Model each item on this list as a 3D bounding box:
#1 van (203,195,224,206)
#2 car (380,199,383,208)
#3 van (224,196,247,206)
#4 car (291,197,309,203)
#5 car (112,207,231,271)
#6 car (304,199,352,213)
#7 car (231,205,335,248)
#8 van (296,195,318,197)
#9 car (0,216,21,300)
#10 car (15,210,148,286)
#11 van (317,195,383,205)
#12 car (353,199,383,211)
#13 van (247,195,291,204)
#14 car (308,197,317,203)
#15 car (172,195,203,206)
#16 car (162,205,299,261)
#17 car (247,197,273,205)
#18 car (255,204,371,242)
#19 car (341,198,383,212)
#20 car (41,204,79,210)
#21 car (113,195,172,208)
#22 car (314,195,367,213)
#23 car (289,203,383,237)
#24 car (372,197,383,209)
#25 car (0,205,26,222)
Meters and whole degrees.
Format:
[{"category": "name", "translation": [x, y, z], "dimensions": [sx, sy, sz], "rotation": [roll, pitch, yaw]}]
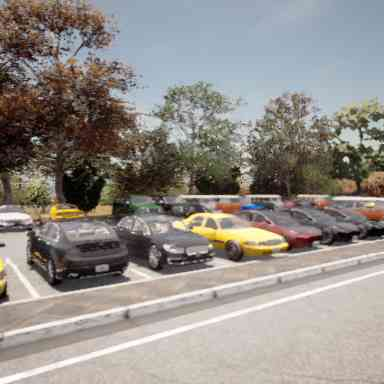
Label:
[{"category": "van", "translation": [0.382, 1.296, 28.363], "dimensions": [1.878, 1.987, 4.442], "rotation": [0, 0, -35]}, {"category": "car", "translation": [31.818, 1.802, 50.844], "dimensions": [2.097, 1.535, 5.008], "rotation": [1, 0, -35]}, {"category": "van", "translation": [2.505, 1.300, 30.158], "dimensions": [1.878, 1.987, 4.442], "rotation": [0, 0, -35]}, {"category": "car", "translation": [9.326, 1.575, 34.899], "dimensions": [2.163, 1.488, 4.792], "rotation": [0, 0, -35]}, {"category": "car", "translation": [-1.228, 1.509, 11.323], "dimensions": [2.231, 1.521, 4.892], "rotation": [0, 0, -35]}, {"category": "car", "translation": [16.128, 1.639, 39.664], "dimensions": [2.163, 1.488, 4.792], "rotation": [1, 0, -35]}, {"category": "car", "translation": [3.318, 1.545, 14.511], "dimensions": [2.163, 1.488, 4.792], "rotation": [0, 0, -35]}, {"category": "van", "translation": [13.687, 1.357, 38.107], "dimensions": [1.878, 1.987, 4.442], "rotation": [1, 0, -35]}, {"category": "car", "translation": [-5.642, 1.498, 7.950], "dimensions": [1.946, 1.575, 5.366], "rotation": [0, 0, -35]}, {"category": "car", "translation": [-3.483, 1.506, 9.705], "dimensions": [2.231, 1.521, 4.892], "rotation": [0, 0, -35]}, {"category": "van", "translation": [10.023, 1.301, 19.455], "dimensions": [1.878, 1.987, 4.442], "rotation": [0, 0, -35]}, {"category": "car", "translation": [25.143, 1.760, 46.102], "dimensions": [2.002, 1.452, 4.674], "rotation": [1, 0, -35]}, {"category": "van", "translation": [7.163, 1.310, 33.194], "dimensions": [1.878, 1.987, 4.442], "rotation": [0, 0, -36]}, {"category": "car", "translation": [11.478, 1.590, 36.428], "dimensions": [2.163, 1.488, 4.792], "rotation": [1, 0, -35]}, {"category": "car", "translation": [-1.927, 1.267, 26.831], "dimensions": [2.435, 2.045, 5.566], "rotation": [0, 0, -35]}, {"category": "car", "translation": [1.146, 1.509, 12.775], "dimensions": [1.946, 1.575, 5.366], "rotation": [0, 0, -35]}, {"category": "car", "translation": [4.826, 1.529, 31.672], "dimensions": [2.097, 1.535, 5.008], "rotation": [0, 0, -35]}, {"category": "car", "translation": [5.581, 1.549, 16.119], "dimensions": [2.163, 1.488, 4.792], "rotation": [0, 0, -35]}, {"category": "car", "translation": [22.991, 1.690, 44.349], "dimensions": [1.946, 1.575, 5.366], "rotation": [1, 0, -35]}, {"category": "car", "translation": [-8.715, 1.507, 22.034], "dimensions": [2.097, 1.535, 5.008], "rotation": [0, 0, -35]}, {"category": "car", "translation": [-4.185, 1.264, 25.226], "dimensions": [2.435, 2.045, 5.566], "rotation": [0, 0, -35]}, {"category": "car", "translation": [18.355, 1.386, 41.316], "dimensions": [2.435, 2.045, 5.566], "rotation": [1, 0, -35]}, {"category": "car", "translation": [7.844, 1.552, 17.728], "dimensions": [2.163, 1.488, 4.792], "rotation": [0, 0, -35]}, {"category": "car", "translation": [29.539, 1.649, 49.269], "dimensions": [2.185, 1.767, 4.553], "rotation": [1, 0, -35]}, {"category": "car", "translation": [-11.080, 1.544, 20.363], "dimensions": [2.002, 1.452, 4.674], "rotation": [0, 0, -35]}]
